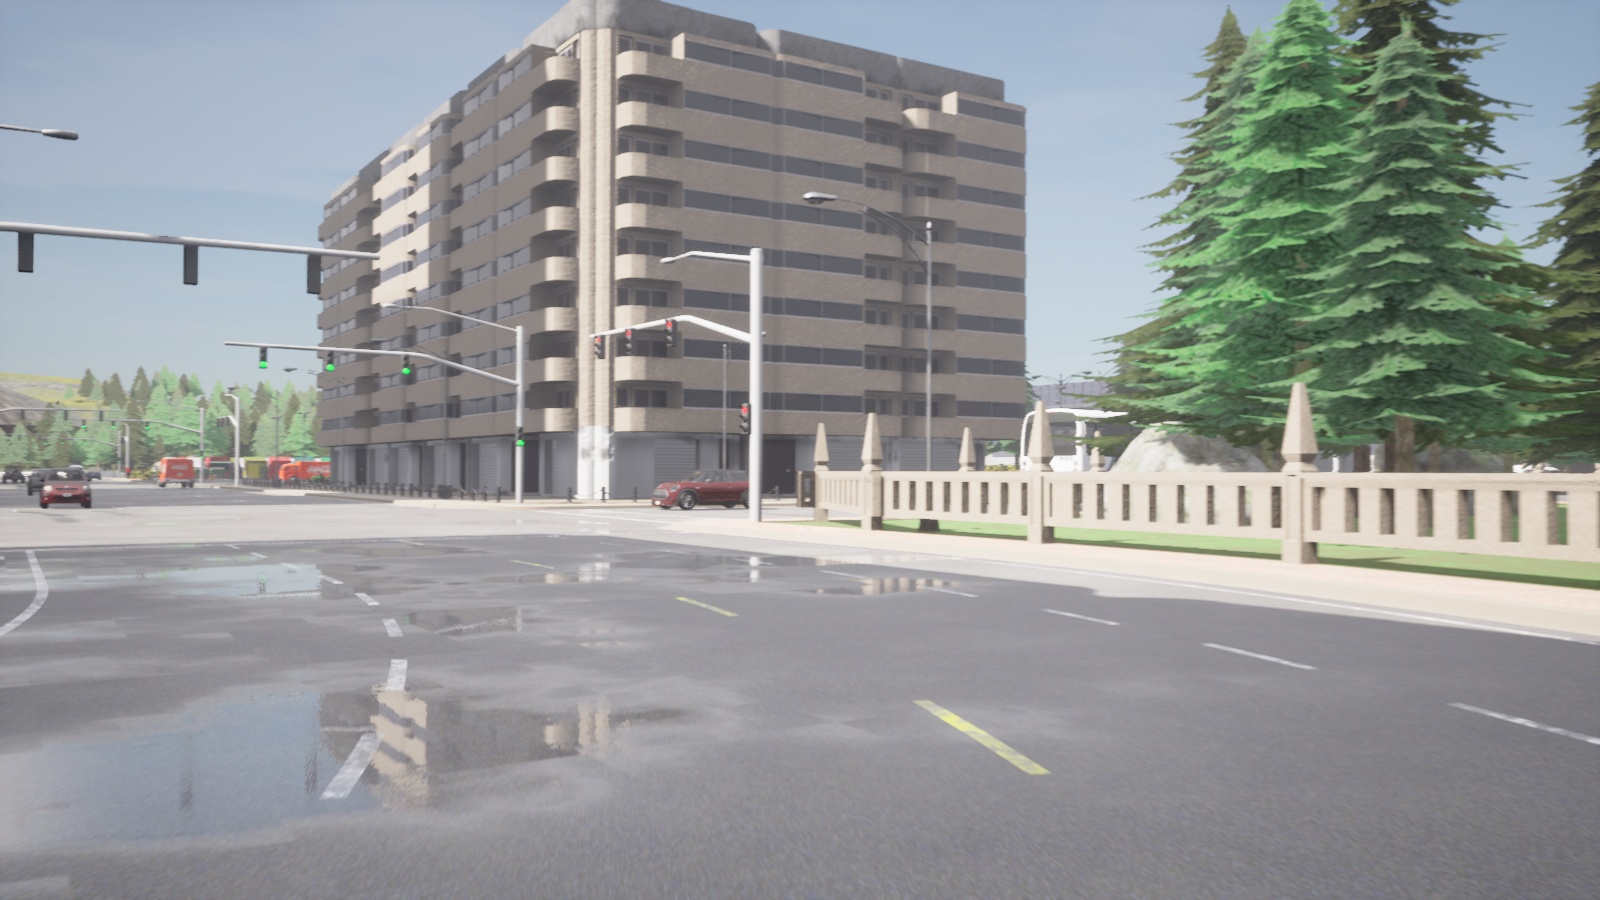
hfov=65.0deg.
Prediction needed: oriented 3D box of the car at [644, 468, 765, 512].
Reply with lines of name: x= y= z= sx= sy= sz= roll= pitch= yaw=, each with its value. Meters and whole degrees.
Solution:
car: x=-3.974 y=1.626 z=52.362 sx=4.553 sy=1.767 sz=2.097 roll=0 pitch=-1 yaw=-33

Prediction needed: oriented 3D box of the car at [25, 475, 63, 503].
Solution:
car: x=-44.051 y=2.242 z=73.116 sx=1.789 sy=1.549 sz=3.705 roll=0 pitch=-1 yaw=-33

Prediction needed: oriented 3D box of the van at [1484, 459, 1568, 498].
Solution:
van: x=39.229 y=1.530 z=67.810 sx=4.480 sy=2.038 sz=2.069 roll=0 pitch=-1 yaw=-33

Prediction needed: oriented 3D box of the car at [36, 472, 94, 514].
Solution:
car: x=-29.573 y=1.709 z=50.472 sx=1.851 sy=1.617 sz=3.988 roll=0 pitch=-1 yaw=-33

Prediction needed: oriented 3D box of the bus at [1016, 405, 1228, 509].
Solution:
bus: x=14.511 y=0.358 z=56.019 sx=10.273 sy=4.253 sz=3.944 roll=1 pitch=-1 yaw=-41
